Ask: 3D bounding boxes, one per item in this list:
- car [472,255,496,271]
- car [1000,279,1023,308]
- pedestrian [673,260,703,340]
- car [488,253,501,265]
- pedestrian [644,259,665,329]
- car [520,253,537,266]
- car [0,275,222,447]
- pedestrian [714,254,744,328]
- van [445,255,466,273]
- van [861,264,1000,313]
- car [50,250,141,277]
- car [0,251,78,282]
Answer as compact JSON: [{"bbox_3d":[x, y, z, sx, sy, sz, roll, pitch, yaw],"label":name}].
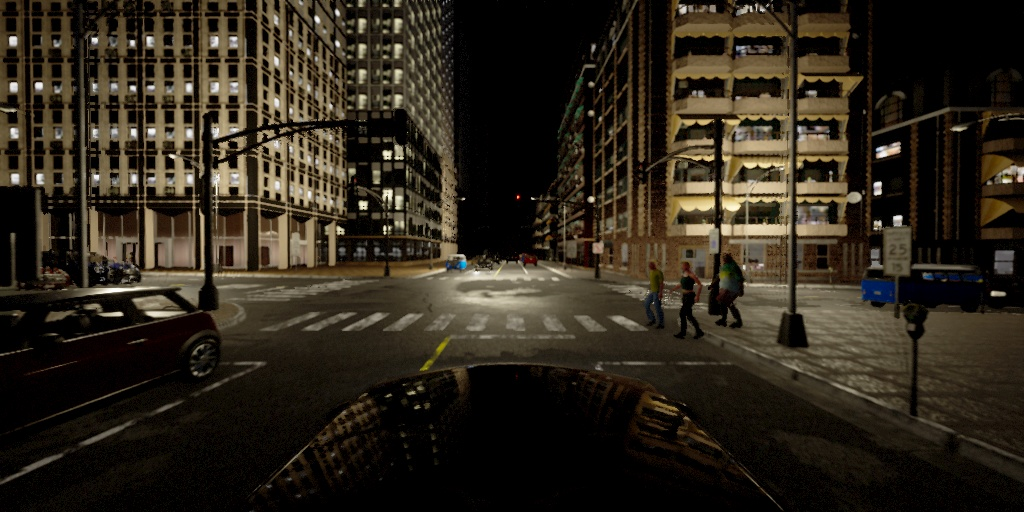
[{"bbox_3d":[-3.080,0.890,40.254,1.837,1.490,4.892,0,1,0],"label":"car"},{"bbox_3d":[22.454,1.654,14.980,4.313,1.339,1.948,0,0,0],"label":"car"},{"bbox_3d":[4.026,0.980,8.205,0.375,1.860,0.375,0,1,0],"label":"pedestrian"},{"bbox_3d":[-3.035,0.447,58.181,2.150,2.045,5.566,0,0,1],"label":"car"},{"bbox_3d":[3.767,0.969,9.404,0.375,1.860,0.375,0,1,0],"label":"pedestrian"},{"bbox_3d":[2.697,0.582,53.205,2.192,1.841,5.009,0,0,0],"label":"car"},{"bbox_3d":[-5.690,1.167,4.081,1.967,1.591,4.097,0,0,0],"label":"car"},{"bbox_3d":[5.326,0.822,8.803,0.375,1.860,0.375,0,1,0],"label":"pedestrian"},{"bbox_3d":[-5.685,0.761,36.553,1.690,1.789,3.998,0,0,0],"label":"van"},{"bbox_3d":[16.914,1.325,14.797,3.998,1.789,1.690,0,0,0],"label":"van"},{"bbox_3d":[-21.023,0.579,17.427,4.553,1.767,2.097,1,1,0],"label":"car"},{"bbox_3d":[-21.145,0.693,14.846,4.097,1.591,1.967,0,0,0],"label":"car"}]
